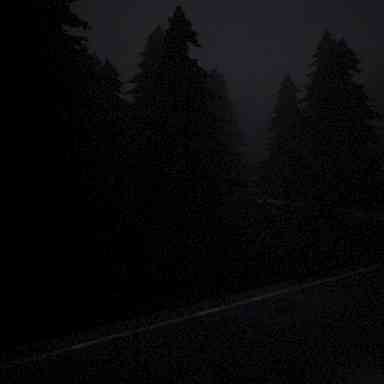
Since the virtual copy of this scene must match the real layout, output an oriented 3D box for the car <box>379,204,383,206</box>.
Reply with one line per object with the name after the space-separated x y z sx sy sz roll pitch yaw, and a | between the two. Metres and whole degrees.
16.857 1.255 32.418 1.812 1.442 4.674 0 4 -24 | car
